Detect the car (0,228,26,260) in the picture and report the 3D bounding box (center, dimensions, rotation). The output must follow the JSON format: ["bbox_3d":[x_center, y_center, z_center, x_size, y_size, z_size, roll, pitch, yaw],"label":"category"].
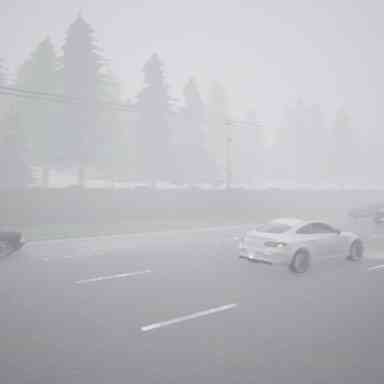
[{"bbox_3d":[-8.106,1.599,10.862,4.718,1.301,1.895,0,0,-36],"label":"car"}]

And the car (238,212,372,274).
[{"bbox_3d":[3.522,1.533,10.558,4.674,1.442,1.812,0,0,-36],"label":"car"}]

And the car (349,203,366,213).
[{"bbox_3d":[14.927,1.572,27.297,5.357,1.411,2.033,0,0,-36],"label":"car"}]

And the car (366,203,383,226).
[{"bbox_3d":[13.902,1.547,22.262,4.674,1.442,1.812,0,0,-36],"label":"car"}]
